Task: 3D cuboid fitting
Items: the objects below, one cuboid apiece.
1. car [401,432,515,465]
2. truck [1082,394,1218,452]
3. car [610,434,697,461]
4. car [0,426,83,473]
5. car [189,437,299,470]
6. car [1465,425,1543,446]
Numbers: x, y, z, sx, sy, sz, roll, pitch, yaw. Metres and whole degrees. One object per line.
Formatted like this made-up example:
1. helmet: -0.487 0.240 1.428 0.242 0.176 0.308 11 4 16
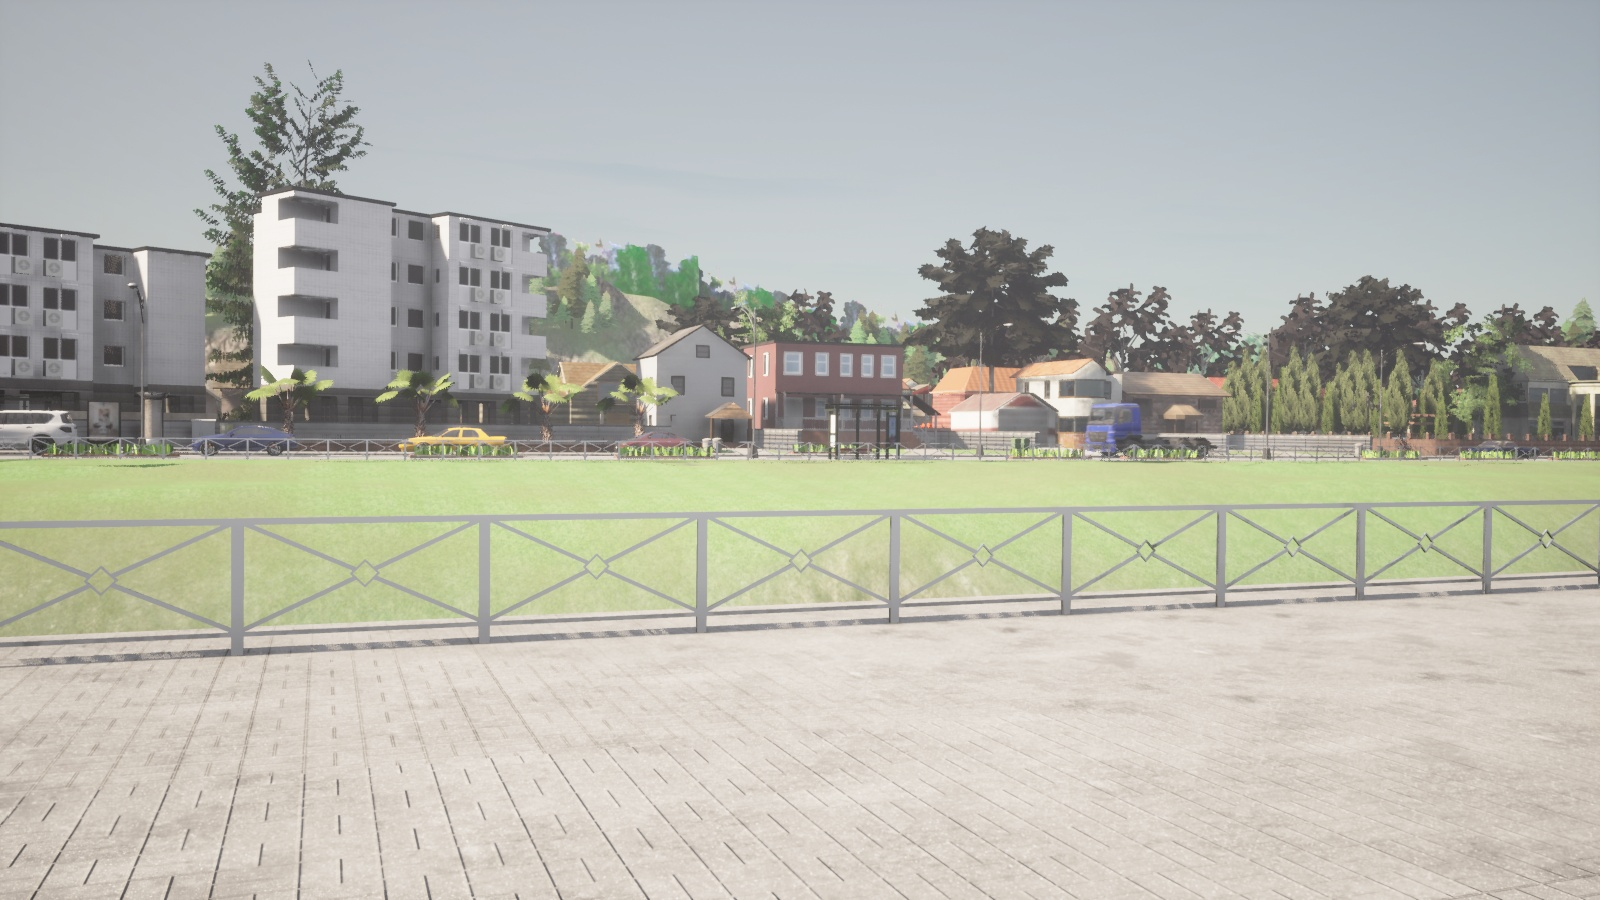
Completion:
1. car: -17.202 -0.106 63.255 5.366 1.575 1.801 -1 1 -21
2. truck: 21.773 -1.689 78.038 7.936 3.462 2.891 -1 1 -21
3. car: -7.803 -0.141 66.817 4.181 1.385 1.994 -1 1 -20
4. car: -35.514 -0.015 56.302 5.566 2.045 2.150 -1 1 -21
5. car: -26.379 0.136 59.771 4.674 1.442 1.812 -1 1 -21
6. car: 46.665 -0.960 83.222 4.718 1.301 1.895 -1 1 -21
